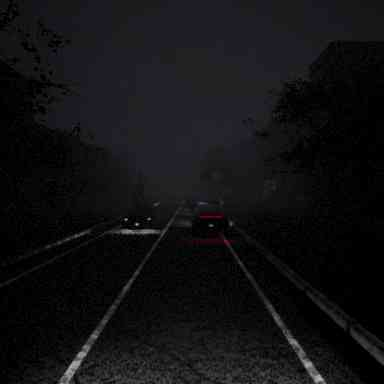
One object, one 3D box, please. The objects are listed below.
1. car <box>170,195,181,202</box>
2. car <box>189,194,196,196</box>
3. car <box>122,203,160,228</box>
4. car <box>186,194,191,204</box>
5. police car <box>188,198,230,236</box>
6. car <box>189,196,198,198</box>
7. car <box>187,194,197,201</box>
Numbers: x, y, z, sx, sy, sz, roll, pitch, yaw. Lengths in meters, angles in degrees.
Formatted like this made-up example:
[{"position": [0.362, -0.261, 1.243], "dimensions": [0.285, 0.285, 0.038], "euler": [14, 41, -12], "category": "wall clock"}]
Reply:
[{"position": [-3.055, 1.186, 62.151], "dimensions": [1.895, 1.301, 4.718], "euler": [0, 1, 1], "category": "car"}, {"position": [0.886, 1.303, 33.985], "dimensions": [1.882, 1.535, 5.008], "euler": [0, 0, 0], "category": "car"}, {"position": [-3.110, 1.437, 21.484], "dimensions": [2.033, 1.411, 5.357], "euler": [0, 0, 0], "category": "car"}, {"position": [-0.023, 1.173, 53.824], "dimensions": [2.128, 1.511, 4.902], "euler": [0, 1, 0], "category": "car"}, {"position": [0.892, 1.332, 18.095], "dimensions": [1.930, 1.638, 5.238], "euler": [0, 0, 0], "category": "police car"}, {"position": [0.888, 1.334, 27.985], "dimensions": [1.882, 1.535, 5.008], "euler": [0, 0, 0], "category": "car"}, {"position": [-0.029, 1.054, 68.852], "dimensions": [1.895, 1.301, 4.718], "euler": [0, 1, 0], "category": "car"}]
